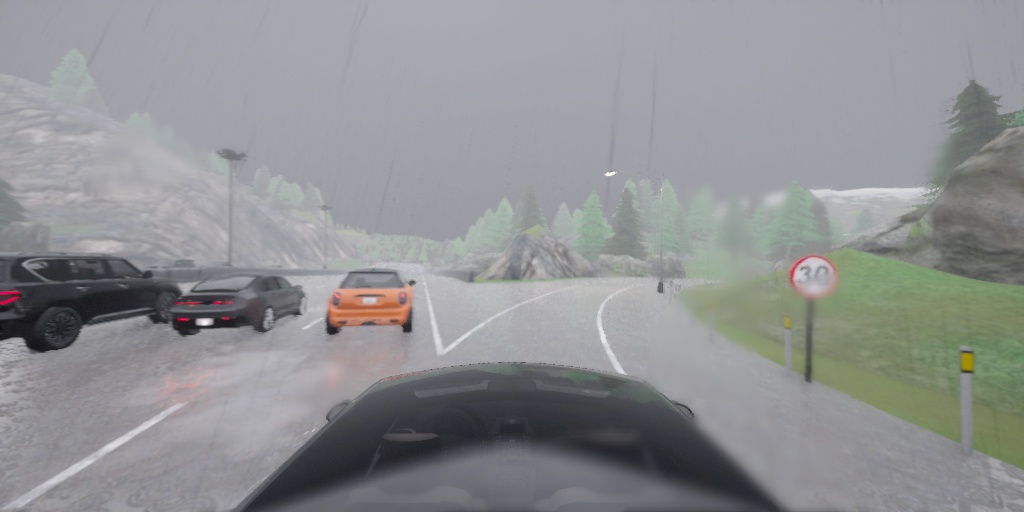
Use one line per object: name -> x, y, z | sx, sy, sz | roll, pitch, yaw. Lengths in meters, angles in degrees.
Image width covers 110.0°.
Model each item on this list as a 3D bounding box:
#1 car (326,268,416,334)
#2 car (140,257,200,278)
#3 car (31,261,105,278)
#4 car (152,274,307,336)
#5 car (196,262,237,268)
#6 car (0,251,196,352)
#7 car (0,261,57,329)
car -> -4.067, 1.145, 10.988 | 2.097, 1.767, 4.553 | 1, -1, -14
car -> -36.652, 1.284, 38.691 | 2.150, 2.045, 5.566 | 1, -2, -14
car -> -42.904, 1.350, 34.867 | 1.882, 1.535, 5.008 | 1, -3, -14
car -> -7.560, 1.268, 10.474 | 1.837, 1.490, 4.892 | 1, -1, -14
car -> -33.624, 1.512, 40.967 | 2.097, 1.767, 4.553 | 1, -2, -14
car -> -10.689, 0.928, 8.636 | 2.150, 2.045, 5.566 | 1, -1, -14
car -> -14.237, 1.009, 8.378 | 2.097, 1.767, 4.553 | 1, -1, -14
